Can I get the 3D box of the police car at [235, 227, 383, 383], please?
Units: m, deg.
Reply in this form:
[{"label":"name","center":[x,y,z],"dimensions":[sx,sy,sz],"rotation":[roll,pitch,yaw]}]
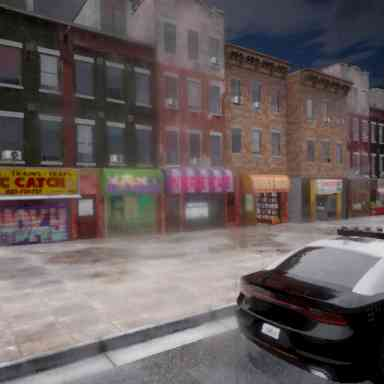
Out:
[{"label":"police car","center":[3.031,1.422,5.442],"dimensions":[5.238,1.638,1.930],"rotation":[0,0,-36]}]
